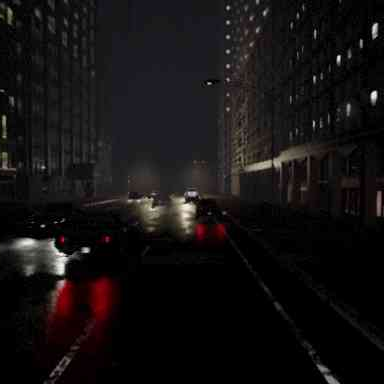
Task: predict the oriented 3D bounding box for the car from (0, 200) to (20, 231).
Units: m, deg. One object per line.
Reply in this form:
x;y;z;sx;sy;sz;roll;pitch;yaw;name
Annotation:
-9.855;1.207;16.846;1.882;1.535;5.008;0;1;0;car

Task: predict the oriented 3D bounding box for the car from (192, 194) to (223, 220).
1.127;1.146;23.618;1.812;1.442;4.674;0;1;0;car

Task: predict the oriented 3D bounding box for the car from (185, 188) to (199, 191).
-0.019;0.315;55.585;2.150;2.045;5.566;0;1;0;car

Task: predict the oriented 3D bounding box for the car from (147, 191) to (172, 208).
-3.166;0.973;35.589;2.033;1.411;5.357;0;1;0;car

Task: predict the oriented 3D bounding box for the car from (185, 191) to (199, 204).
0.001;0.879;44.564;1.895;1.301;4.718;0;1;0;car

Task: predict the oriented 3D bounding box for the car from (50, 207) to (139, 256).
-3.157;1.406;12.119;1.895;1.301;4.718;0;1;0;car

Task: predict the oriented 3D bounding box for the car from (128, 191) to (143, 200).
-9.819;0.530;58.135;1.882;1.535;5.008;0;1;0;car

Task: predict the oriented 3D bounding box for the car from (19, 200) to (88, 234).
-6.604;1.229;17.141;1.837;1.490;4.892;0;1;0;car
